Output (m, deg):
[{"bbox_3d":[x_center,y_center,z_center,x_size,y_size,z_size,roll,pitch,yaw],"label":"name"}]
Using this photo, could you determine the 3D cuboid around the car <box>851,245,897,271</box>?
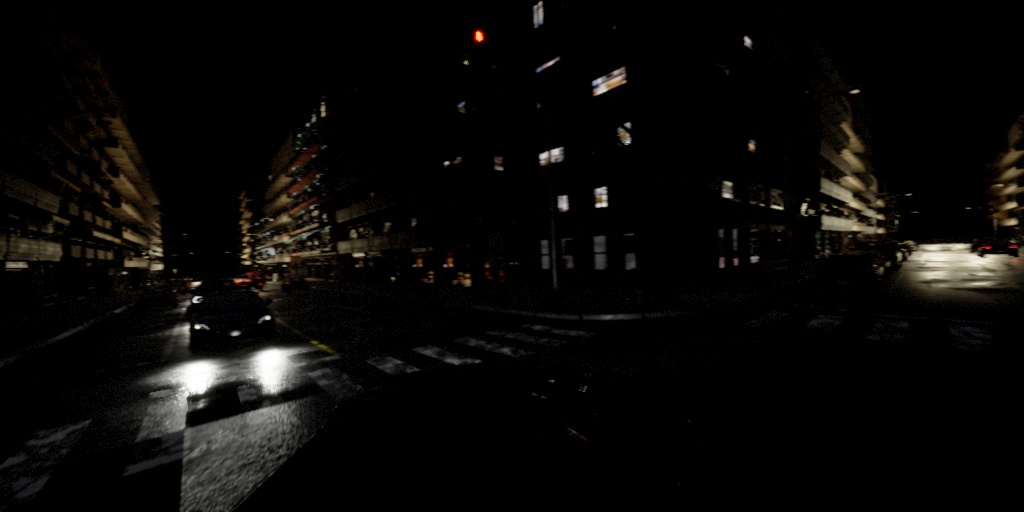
[{"bbox_3d":[18.246,0.322,18.465,4.829,1.417,1.751,0,0,-41],"label":"car"}]

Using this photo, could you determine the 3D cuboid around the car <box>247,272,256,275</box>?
[{"bbox_3d":[-33.822,3.127,44.782,2.097,1.767,4.553,-3,0,-41],"label":"car"}]

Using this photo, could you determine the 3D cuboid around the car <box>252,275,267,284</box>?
[{"bbox_3d":[-26.920,2.969,36.879,1.895,1.301,4.718,-3,0,-41],"label":"car"}]

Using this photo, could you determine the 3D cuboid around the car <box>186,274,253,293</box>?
[{"bbox_3d":[-14.480,1.964,17.726,2.097,1.767,4.553,-3,0,-41],"label":"car"}]

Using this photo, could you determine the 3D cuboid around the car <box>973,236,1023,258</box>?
[{"bbox_3d":[39.425,-0.622,29.174,4.674,1.442,1.812,-3,1,-41],"label":"car"}]

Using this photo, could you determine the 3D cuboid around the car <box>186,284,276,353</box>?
[{"bbox_3d":[-8.544,1.784,10.936,1.812,1.442,4.674,-3,0,-40],"label":"car"}]

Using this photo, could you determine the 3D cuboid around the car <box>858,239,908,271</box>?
[{"bbox_3d":[22.683,-0.095,22.276,5.009,1.841,2.192,0,0,-41],"label":"car"}]

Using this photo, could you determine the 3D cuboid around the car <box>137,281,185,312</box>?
[{"bbox_3d":[-21.887,2.582,22.334,1.888,1.381,4.507,0,0,-41],"label":"car"}]

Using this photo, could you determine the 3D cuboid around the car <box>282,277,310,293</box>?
[{"bbox_3d":[-19.366,2.520,32.137,1.802,1.307,4.207,0,0,-41],"label":"car"}]

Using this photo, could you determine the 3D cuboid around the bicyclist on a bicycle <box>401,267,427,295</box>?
[{"bbox_3d":[-5.714,1.445,20.935,1.656,1.620,0.582,-3,0,-41],"label":"bicyclist on a bicycle"}]

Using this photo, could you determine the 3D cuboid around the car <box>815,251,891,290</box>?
[{"bbox_3d":[14.067,0.568,14.876,4.313,1.339,1.948,0,0,-41],"label":"car"}]

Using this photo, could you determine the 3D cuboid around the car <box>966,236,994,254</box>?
[{"bbox_3d":[46.989,-1.001,35.671,4.892,1.490,1.837,-3,1,-41],"label":"car"}]

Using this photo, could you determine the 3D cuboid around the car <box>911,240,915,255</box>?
[{"bbox_3d":[39.916,-0.788,37.075,4.097,1.591,1.967,0,0,-41],"label":"car"}]

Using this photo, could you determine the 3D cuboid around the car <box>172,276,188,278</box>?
[{"bbox_3d":[-36.763,3.231,39.401,2.192,1.841,5.009,0,0,-41],"label":"car"}]

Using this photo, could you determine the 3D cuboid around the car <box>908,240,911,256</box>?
[{"bbox_3d":[31.299,-0.380,29.675,4.097,1.591,1.967,0,0,-41],"label":"car"}]

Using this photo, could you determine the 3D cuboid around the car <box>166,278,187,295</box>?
[{"bbox_3d":[-32.932,3.222,35.006,1.751,1.417,4.829,0,0,-41],"label":"car"}]
